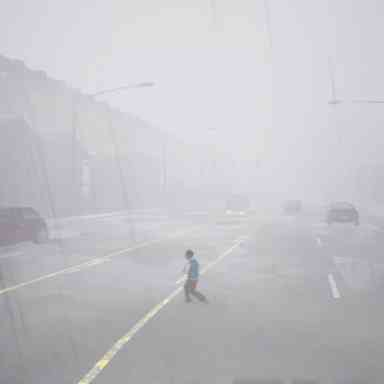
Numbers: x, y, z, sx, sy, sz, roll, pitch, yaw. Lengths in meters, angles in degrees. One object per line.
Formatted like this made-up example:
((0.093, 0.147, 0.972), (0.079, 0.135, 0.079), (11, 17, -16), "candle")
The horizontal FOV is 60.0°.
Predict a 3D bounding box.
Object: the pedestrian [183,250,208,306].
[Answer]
((-0.002, 1.674, 6.616), (0.500, 1.100, 0.500), (0, 0, 17), "pedestrian")

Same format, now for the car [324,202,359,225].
((10.686, 1.478, 23.963), (1.882, 1.535, 5.008), (0, 0, 19), "car")

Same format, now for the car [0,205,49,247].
((-7.900, 1.352, 13.056), (2.097, 1.767, 4.553), (0, 0, 18), "car")

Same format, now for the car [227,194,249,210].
((6.108, 1.223, 43.724), (2.150, 2.045, 5.566), (0, 0, 19), "car")

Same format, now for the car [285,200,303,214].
((11.114, 1.547, 36.290), (2.033, 1.411, 5.357), (0, 0, 18), "car")
